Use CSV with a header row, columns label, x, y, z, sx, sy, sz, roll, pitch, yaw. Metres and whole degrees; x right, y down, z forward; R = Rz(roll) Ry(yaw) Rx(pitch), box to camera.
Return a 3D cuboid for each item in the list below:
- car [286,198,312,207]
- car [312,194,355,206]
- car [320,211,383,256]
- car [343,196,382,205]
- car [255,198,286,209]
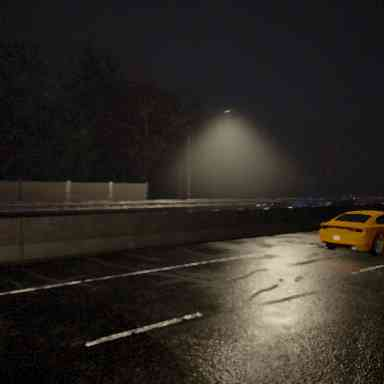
label,x,y,z,sx,sy,sz,roll,pitch,yaw
car,13.949,1.497,39.705,5.008,1.535,1.882,0,0,-35
car,16.226,1.244,37.029,5.566,2.045,2.150,1,0,-35
car,7.168,1.485,13.285,5.008,1.535,1.882,0,0,-36
car,17.893,1.497,33.926,5.008,1.535,1.882,0,0,-35
car,9.867,1.508,41.094,4.902,1.511,2.128,0,0,-35
